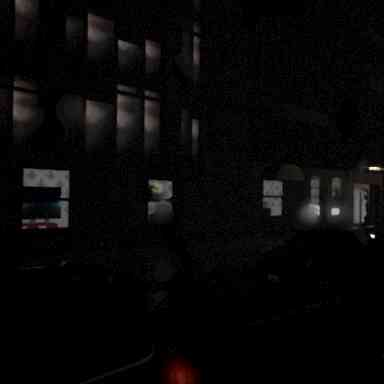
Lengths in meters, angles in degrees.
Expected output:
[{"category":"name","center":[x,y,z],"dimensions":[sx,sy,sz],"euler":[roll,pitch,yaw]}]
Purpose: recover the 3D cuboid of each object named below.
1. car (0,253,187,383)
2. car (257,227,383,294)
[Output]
[{"category":"car","center":[-2.215,1.352,1.793],"dimensions":[4.553,1.767,2.097],"euler":[1,-1,-35]},{"category":"car","center":[3.715,1.676,9.093],"dimensions":[4.313,1.339,1.947],"euler":[1,0,-35]}]
